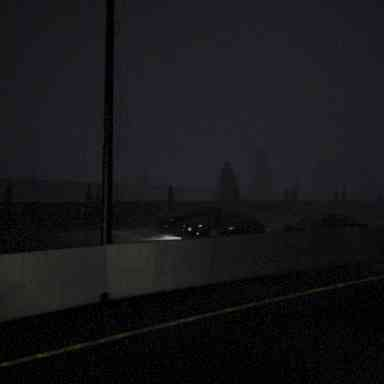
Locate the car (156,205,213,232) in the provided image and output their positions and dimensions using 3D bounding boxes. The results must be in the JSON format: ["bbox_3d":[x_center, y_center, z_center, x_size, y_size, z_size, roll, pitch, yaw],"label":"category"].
[{"bbox_3d":[0.284,1.538,20.207,5.008,1.535,1.882,0,0,-28],"label":"car"}]

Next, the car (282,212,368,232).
[{"bbox_3d":[6.204,1.641,15.416,4.181,1.385,1.994,0,0,-26],"label":"car"}]

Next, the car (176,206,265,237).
[{"bbox_3d":[1.657,1.620,16.971,4.181,1.385,1.994,0,0,-28],"label":"car"}]
